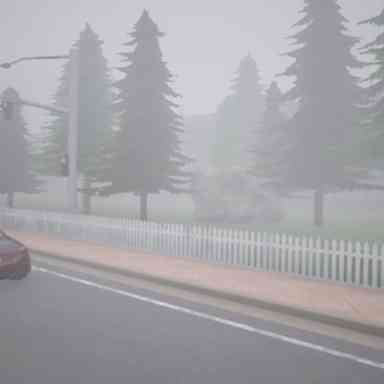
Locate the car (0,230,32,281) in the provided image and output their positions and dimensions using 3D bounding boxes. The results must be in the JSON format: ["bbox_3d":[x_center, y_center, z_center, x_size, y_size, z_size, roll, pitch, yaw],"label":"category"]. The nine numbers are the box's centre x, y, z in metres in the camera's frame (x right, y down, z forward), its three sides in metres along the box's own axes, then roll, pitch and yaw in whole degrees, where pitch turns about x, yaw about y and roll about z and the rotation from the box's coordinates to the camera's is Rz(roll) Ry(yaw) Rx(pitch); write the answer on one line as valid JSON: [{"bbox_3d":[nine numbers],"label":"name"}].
[{"bbox_3d":[-5.767,1.361,8.059,4.181,1.385,1.994,2,1,35],"label":"car"}]
